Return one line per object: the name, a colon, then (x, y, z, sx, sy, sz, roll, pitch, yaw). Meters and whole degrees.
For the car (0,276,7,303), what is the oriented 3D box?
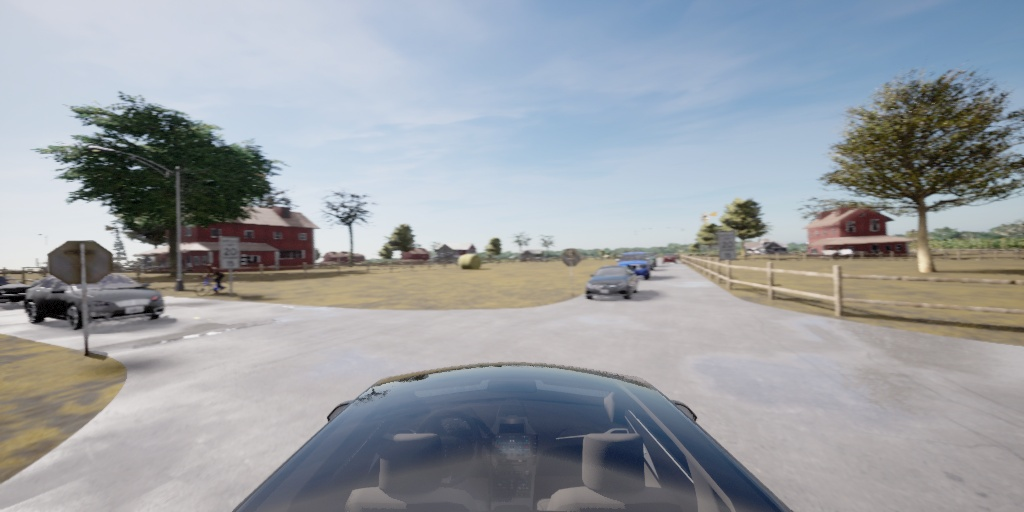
car: (-22.451, 1.508, 15.236, 4.718, 1.301, 1.895, -1, 0, 23)

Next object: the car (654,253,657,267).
car: (14.195, 0.723, 38.828, 2.097, 1.767, 4.553, -3, 0, 23)

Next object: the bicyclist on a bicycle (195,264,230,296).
bicyclist on a bicycle: (-15.752, 1.260, 18.898, 0.582, 1.620, 1.656, -1, 0, 23)

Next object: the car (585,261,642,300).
car: (4.761, 1.162, 16.811, 1.812, 1.442, 4.674, -3, 0, 25)

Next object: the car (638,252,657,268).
car: (18.714, 0.474, 49.330, 2.150, 2.045, 5.566, -3, -1, 24)

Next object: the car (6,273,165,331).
car: (-13.144, 1.307, 11.298, 4.902, 1.511, 2.128, -1, 0, 23)

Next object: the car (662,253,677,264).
car: (25.211, 0.374, 57.548, 2.097, 1.767, 4.553, -3, -1, 23)

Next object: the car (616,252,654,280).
car: (9.301, 0.724, 27.307, 2.150, 2.045, 5.566, -3, 0, 23)
